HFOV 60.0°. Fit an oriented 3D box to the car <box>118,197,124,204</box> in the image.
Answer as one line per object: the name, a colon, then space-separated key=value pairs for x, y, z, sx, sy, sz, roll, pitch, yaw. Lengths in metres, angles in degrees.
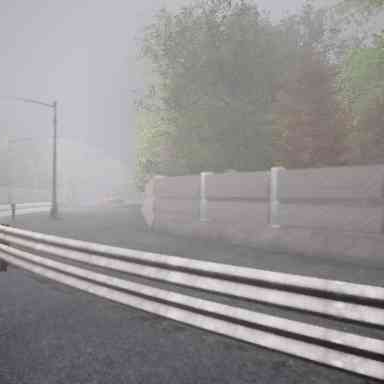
car: x=-17.574 y=1.970 z=79.463 sx=1.882 sy=1.535 sz=5.008 roll=0 pitch=0 yaw=1

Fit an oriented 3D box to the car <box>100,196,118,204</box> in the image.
car: x=-17.681 y=1.612 z=69.951 sx=2.097 sy=1.767 sz=4.553 roll=0 pitch=0 yaw=1
